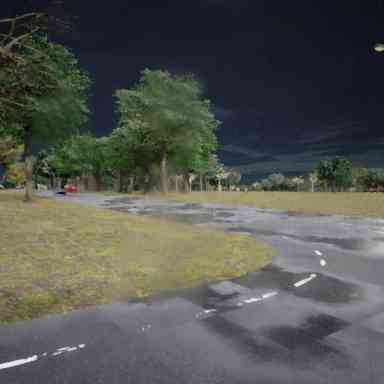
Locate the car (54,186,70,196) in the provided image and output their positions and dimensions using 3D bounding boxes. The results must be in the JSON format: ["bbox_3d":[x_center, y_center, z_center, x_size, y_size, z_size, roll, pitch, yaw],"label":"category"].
[{"bbox_3d":[-25.132,0.056,63.456,1.895,1.301,4.718,-1,2,-29],"label":"car"}]

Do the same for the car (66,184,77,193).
[{"bbox_3d":[-29.284,-0.793,79.881,2.150,2.045,5.566,-1,2,-35],"label":"car"}]
